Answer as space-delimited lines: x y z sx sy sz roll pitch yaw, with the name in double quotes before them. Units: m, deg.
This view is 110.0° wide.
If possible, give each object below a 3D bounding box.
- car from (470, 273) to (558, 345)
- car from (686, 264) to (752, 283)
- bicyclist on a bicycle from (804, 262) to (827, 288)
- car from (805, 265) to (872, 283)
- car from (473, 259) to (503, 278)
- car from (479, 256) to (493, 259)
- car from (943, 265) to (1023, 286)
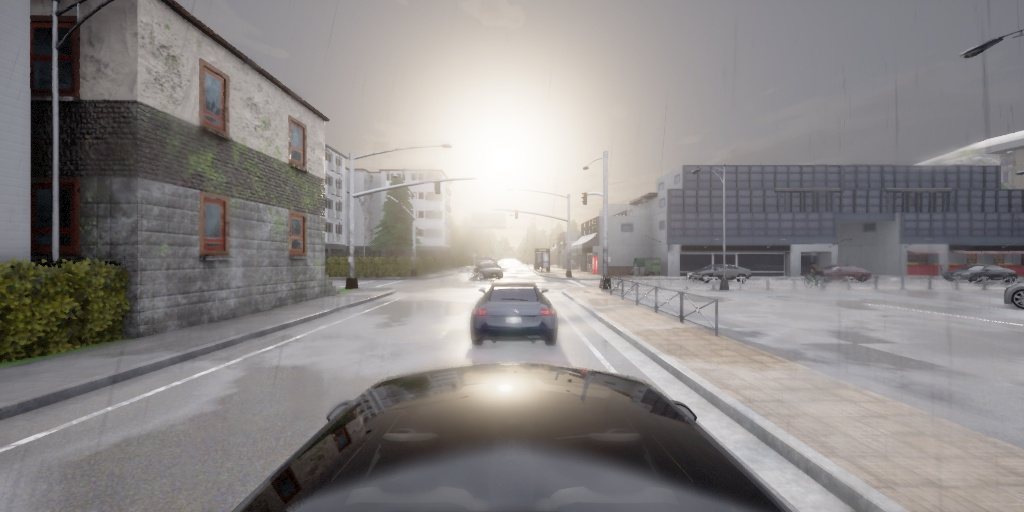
"car" 0.053 1.314 9.502 1.994 1.385 4.181 0 0 0
"car" 17.032 1.418 29.600 4.902 1.511 2.128 0 0 0
"bicyclist on a bicycle" 18.689 1.227 22.123 0.582 1.620 1.656 0 0 0
"car" 26.931 1.452 29.631 4.674 1.442 1.812 0 0 0
"car" -2.262 1.363 32.483 1.837 1.490 4.892 -2 1 -19
"car" -3.655 0.974 49.499 2.150 2.045 5.566 0 0 0
"car" 38.670 1.452 29.655 4.674 1.442 1.812 0 0 0
